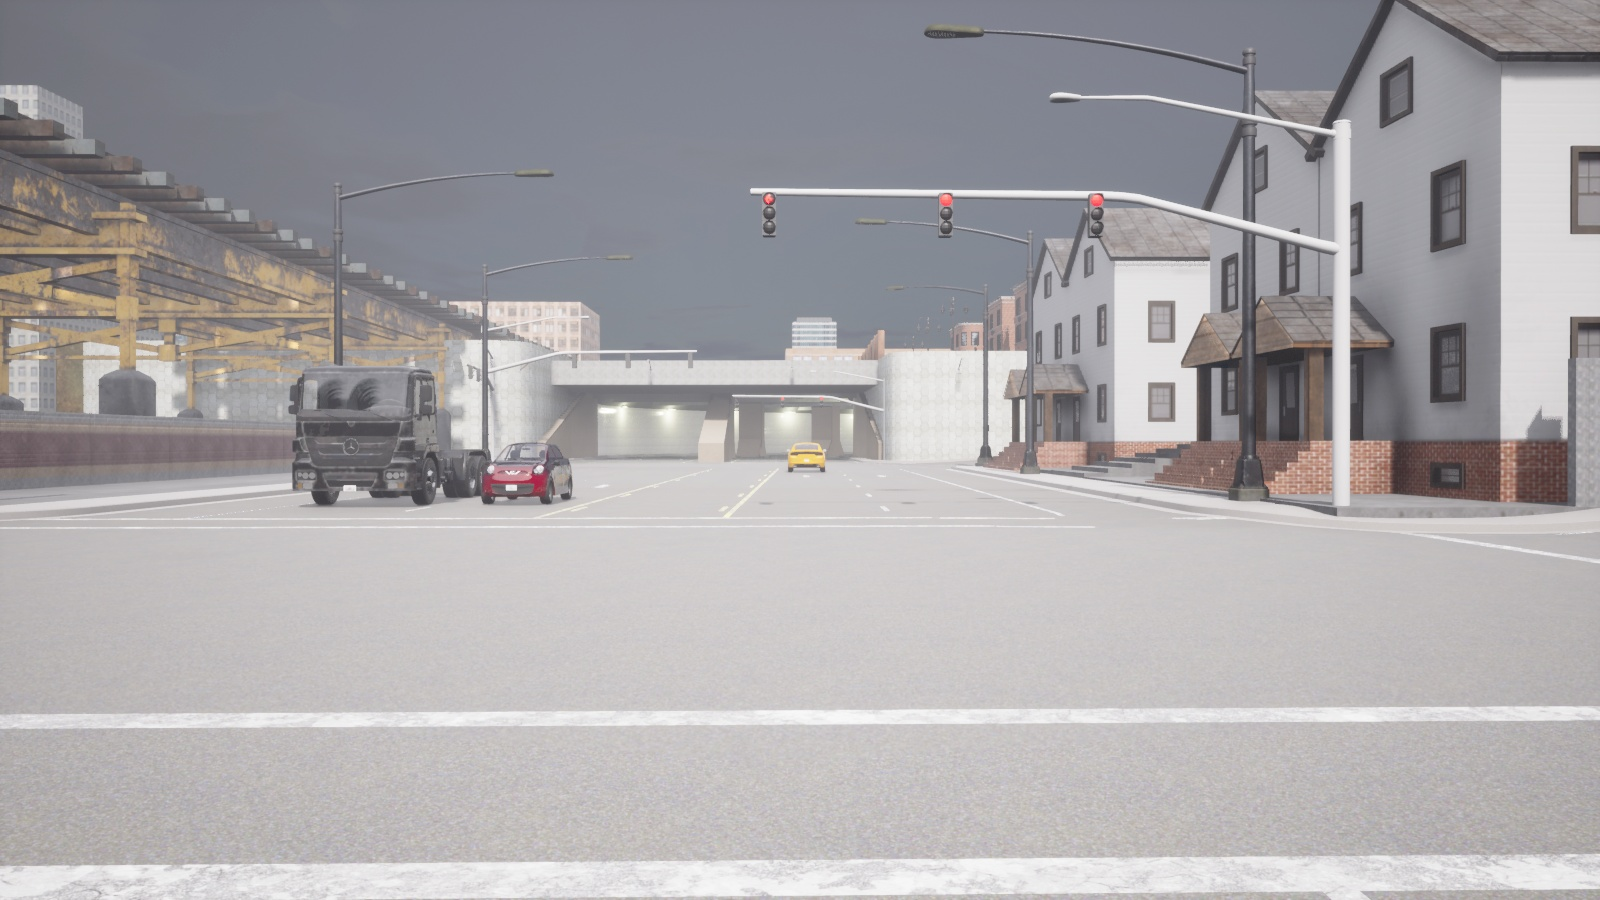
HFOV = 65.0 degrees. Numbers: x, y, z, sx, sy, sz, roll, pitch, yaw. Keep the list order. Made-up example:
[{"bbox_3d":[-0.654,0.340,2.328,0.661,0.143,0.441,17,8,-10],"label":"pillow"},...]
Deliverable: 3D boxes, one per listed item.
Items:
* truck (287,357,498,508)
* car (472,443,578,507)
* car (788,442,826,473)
[{"bbox_3d":[-10.319,-0.429,32.822,2.891,3.462,7.936,0,0,0],"label":"truck"},{"bbox_3d":[-6.827,0.577,31.538,1.845,1.501,3.633,0,0,0],"label":"car"},{"bbox_3d":[0.343,0.357,65.105,1.882,1.535,5.008,0,0,0],"label":"car"}]
